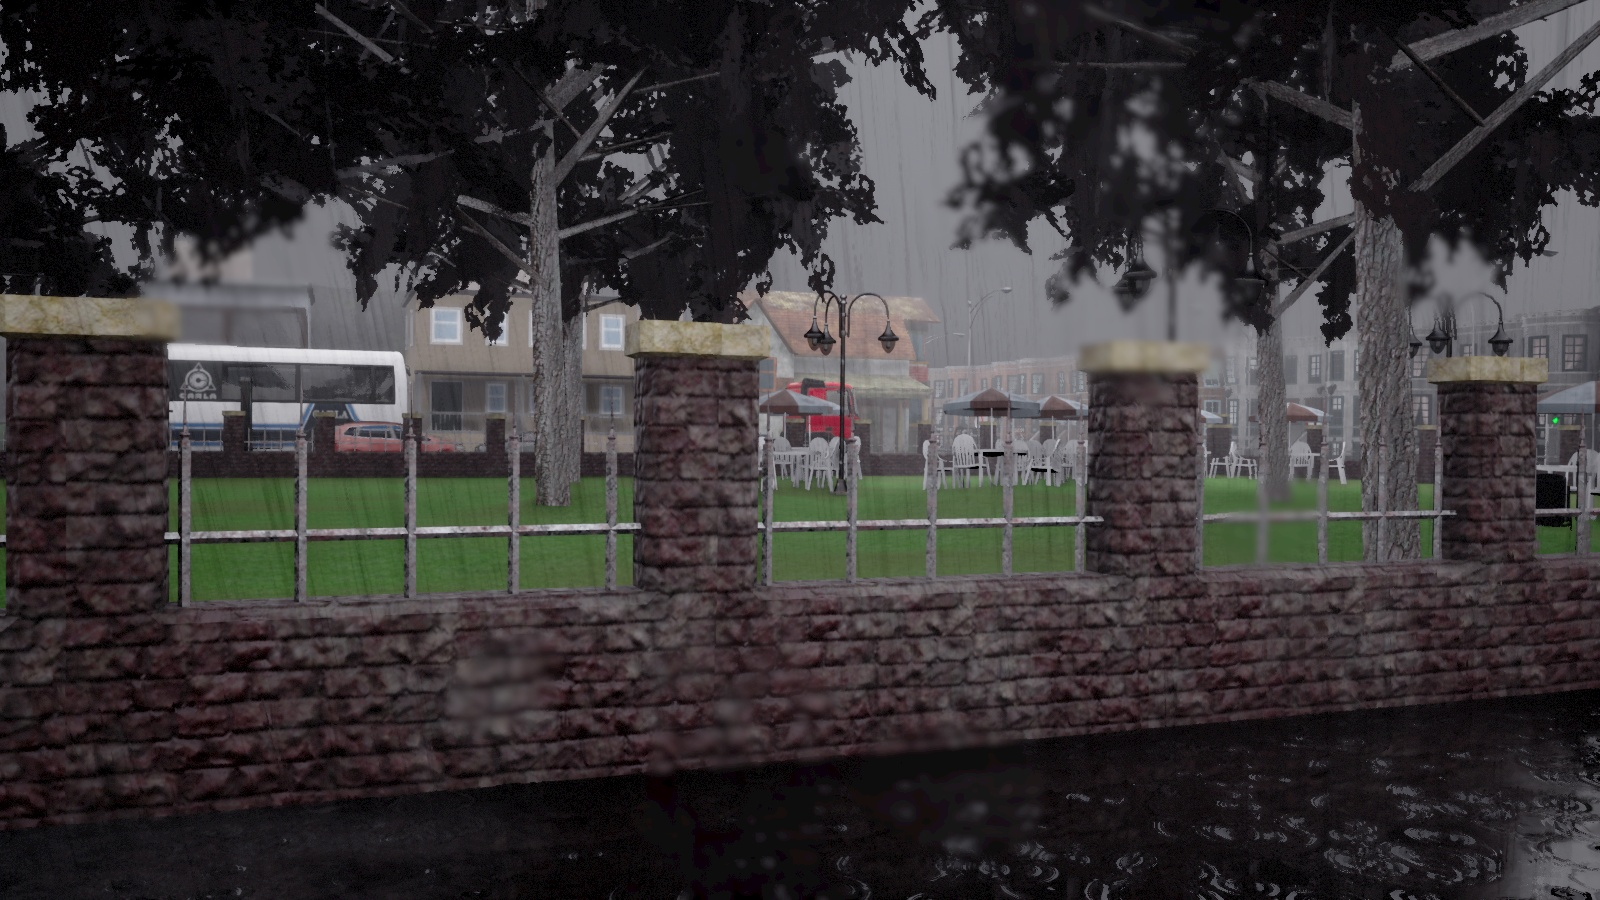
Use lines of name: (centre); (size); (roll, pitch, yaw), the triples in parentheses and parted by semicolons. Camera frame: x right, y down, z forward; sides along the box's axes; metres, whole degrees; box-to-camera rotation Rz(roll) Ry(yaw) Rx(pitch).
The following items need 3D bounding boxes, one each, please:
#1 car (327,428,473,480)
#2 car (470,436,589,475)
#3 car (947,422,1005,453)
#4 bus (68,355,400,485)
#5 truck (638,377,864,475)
car: (-13.618, 0.093, 42.744); (4.611, 1.667, 2.242); (-1, 1, -21)
car: (-10.402, 0.190, 48.242); (4.181, 1.385, 1.994); (-1, 1, -21)
car: (10.744, -0.773, 76.893); (1.905, 1.878, 3.866); (-1, 1, -21)
bus: (-19.743, -1.092, 44.682); (10.273, 4.253, 3.944); (-1, 1, -20)
truck: (-1.839, -0.932, 47.189); (7.936, 3.462, 2.891); (-1, 1, -21)
